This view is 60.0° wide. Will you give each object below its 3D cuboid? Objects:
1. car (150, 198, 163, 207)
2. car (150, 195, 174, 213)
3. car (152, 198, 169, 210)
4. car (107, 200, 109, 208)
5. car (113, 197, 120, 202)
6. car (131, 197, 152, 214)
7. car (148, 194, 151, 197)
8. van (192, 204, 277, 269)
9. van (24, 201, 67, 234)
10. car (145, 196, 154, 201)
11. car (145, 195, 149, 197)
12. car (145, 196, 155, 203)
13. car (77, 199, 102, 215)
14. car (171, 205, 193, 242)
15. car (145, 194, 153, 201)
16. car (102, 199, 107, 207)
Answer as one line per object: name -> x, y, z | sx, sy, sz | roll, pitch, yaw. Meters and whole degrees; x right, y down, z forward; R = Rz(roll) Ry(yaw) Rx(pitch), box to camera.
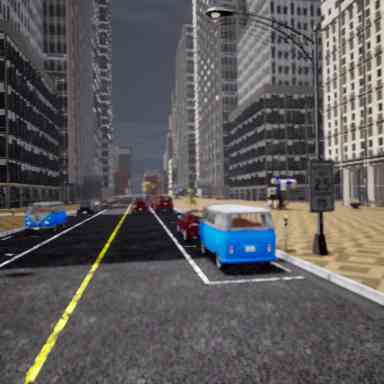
car -> -5.894, 1.623, 54.516 | 1.947, 1.339, 4.313 | -1, 0, -9
car -> -3.249, 1.340, 38.109 | 2.192, 1.841, 5.009 | -1, 0, -9
car -> -4.129, 1.580, 43.578 | 1.887, 1.381, 4.507 | -1, 0, -9
car -> -14.165, 1.794, 53.179 | 1.802, 1.307, 4.206 | -1, 0, -9
car -> -19.463, 1.856, 85.990 | 1.802, 1.307, 4.206 | -1, 0, -9
car -> -5.659, 1.597, 36.452 | 1.812, 1.442, 4.674 | -1, 0, -9
car -> -5.015, 1.361, 49.047 | 2.192, 1.841, 5.009 | -1, 0, -9
van -> 1.278, 1.307, 10.790 | 1.690, 1.788, 3.998 | -1, 0, -9
van -> -8.871, 1.487, 20.368 | 1.690, 1.788, 3.998 | -1, 0, -9
car -> -11.192, 1.685, 87.326 | 1.947, 1.339, 4.313 | -1, 0, -9
car -> -7.526, 1.601, 47.799 | 1.837, 1.490, 4.892 | -1, 1, -9
car -> -9.183, 1.575, 72.785 | 1.882, 1.535, 5.008 | -1, 0, -9
car -> -11.517, 1.746, 36.773 | 1.947, 1.339, 4.313 | -1, 0, -9
car -> 0.309, 1.524, 16.242 | 1.887, 1.381, 4.507 | -1, 0, -9
car -> -12.079, 1.444, 92.794 | 2.192, 1.841, 5.009 | -1, 0, -9
car -> -12.400, 1.741, 42.241 | 2.008, 1.369, 4.403 | -1, 0, -9
